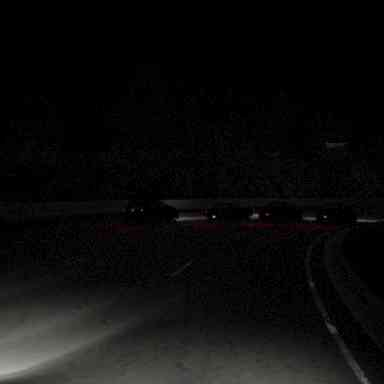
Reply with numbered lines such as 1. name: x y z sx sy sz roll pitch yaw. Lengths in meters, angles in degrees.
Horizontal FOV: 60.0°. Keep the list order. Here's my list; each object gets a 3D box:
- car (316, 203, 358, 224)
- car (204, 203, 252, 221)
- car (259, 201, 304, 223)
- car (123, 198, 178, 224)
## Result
1. car: 10.927 1.555 25.048 1.812 1.442 4.674 0 0 43
2. car: 3.008 1.572 26.684 1.895 1.301 4.718 0 0 38
3. car: 7.060 1.478 26.007 1.882 1.535 5.008 0 0 40
4. car: -2.959 1.285 24.515 2.097 1.767 4.553 1 0 31
